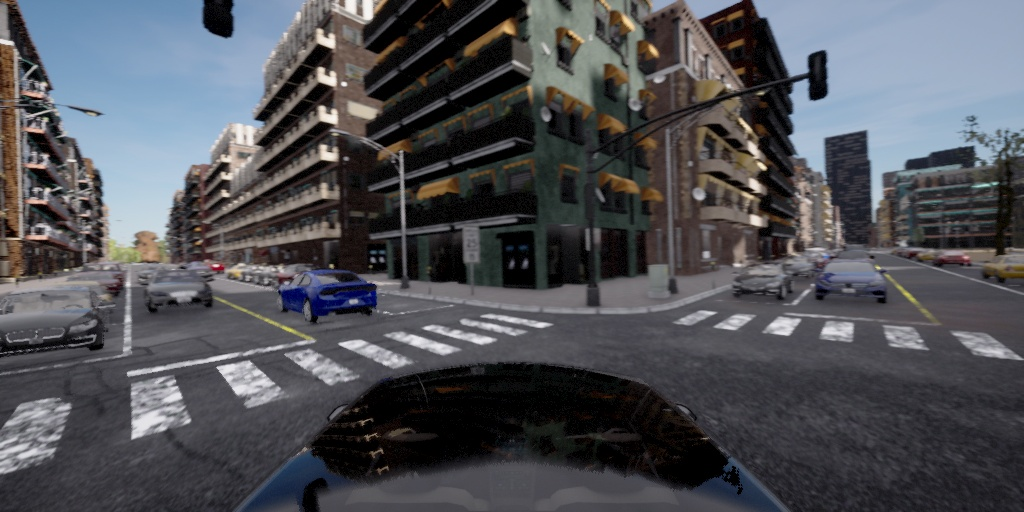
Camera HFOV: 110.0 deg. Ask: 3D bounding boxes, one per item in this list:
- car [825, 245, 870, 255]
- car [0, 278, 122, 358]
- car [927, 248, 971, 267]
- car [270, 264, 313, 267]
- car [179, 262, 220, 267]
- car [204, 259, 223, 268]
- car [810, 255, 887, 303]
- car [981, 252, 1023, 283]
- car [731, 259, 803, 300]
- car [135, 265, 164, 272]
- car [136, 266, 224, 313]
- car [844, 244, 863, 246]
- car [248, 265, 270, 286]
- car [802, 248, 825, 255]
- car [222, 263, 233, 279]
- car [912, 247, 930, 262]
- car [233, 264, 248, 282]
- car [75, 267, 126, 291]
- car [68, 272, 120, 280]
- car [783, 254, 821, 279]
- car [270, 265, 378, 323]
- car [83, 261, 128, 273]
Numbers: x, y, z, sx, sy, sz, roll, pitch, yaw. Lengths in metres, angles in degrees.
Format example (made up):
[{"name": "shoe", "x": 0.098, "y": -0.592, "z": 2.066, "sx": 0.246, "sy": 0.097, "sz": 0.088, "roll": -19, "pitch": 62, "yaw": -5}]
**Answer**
[{"name": "car", "x": 22.533, "y": 0.373, "z": 23.796, "sx": 2.097, "sy": 1.767, "sz": 4.553, "roll": -2, "pitch": 0, "yaw": 44}, {"name": "car", "x": -10.669, "y": 1.413, "z": 8.342, "sx": 4.403, "sy": 1.370, "sz": 2.007, "roll": 0, "pitch": 0, "yaw": 43}, {"name": "car", "x": 35.676, "y": 0.194, "z": 29.147, "sx": 1.802, "sy": 1.307, "sz": 4.207, "roll": 0, "pitch": 0, "yaw": 44}, {"name": "car", "x": -13.043, "y": 1.206, "z": 22.049, "sx": 4.097, "sy": 1.591, "sz": 1.967, "roll": 0, "pitch": 0, "yaw": 43}, {"name": "car", "x": -29.665, "y": 1.534, "z": 33.980, "sx": 5.357, "sy": 1.411, "sz": 2.033, "roll": -1, "pitch": 1, "yaw": 44}, {"name": "car", "x": -37.420, "y": 1.350, "z": 44.890, "sx": 5.009, "sy": 1.841, "sz": 2.192, "roll": 0, "pitch": 0, "yaw": 43}, {"name": "car", "x": 12.977, "y": 0.853, "z": 13.801, "sx": 1.812, "sy": 1.442, "sz": 4.674, "roll": -2, "pitch": 0, "yaw": 44}, {"name": "car", "x": 24.327, "y": 0.502, "z": 17.275, "sx": 1.751, "sy": 1.417, "sz": 4.829, "roll": 0, "pitch": 0, "yaw": 44}, {"name": "car", "x": 10.512, "y": 0.953, "z": 14.948, "sx": 2.007, "sy": 1.370, "sz": 4.403, "roll": 0, "pitch": 0, "yaw": 44}, {"name": "car", "x": -30.880, "y": 1.552, "z": 30.869, "sx": 4.892, "sy": 1.490, "sz": 1.837, "roll": -1, "pitch": 0, "yaw": 44}, {"name": "car", "x": -13.789, "y": 1.350, "z": 14.790, "sx": 4.902, "sy": 1.511, "sz": 2.128, "roll": -1, "pitch": 1, "yaw": 43}, {"name": "car", "x": 36.736, "y": -0.218, "z": 38.526, "sx": 2.150, "sy": 2.045, "sz": 5.566, "roll": -2, "pitch": 0, "yaw": 44}, {"name": "car", "x": -17.106, "y": 1.361, "z": 25.856, "sx": 4.403, "sy": 1.370, "sz": 2.007, "roll": 0, "pitch": 0, "yaw": 43}, {"name": "car", "x": 25.801, "y": 0.353, "z": 30.941, "sx": 1.967, "sy": 1.591, "sz": 4.097, "roll": 0, "pitch": 0, "yaw": 44}, {"name": "car", "x": -25.356, "y": 1.425, "z": 33.585, "sx": 4.829, "sy": 1.417, "sz": 1.751, "roll": 0, "pitch": 0, "yaw": 43}, {"name": "car", "x": 43.438, "y": -0.104, "z": 37.267, "sx": 1.751, "sy": 1.417, "sz": 4.829, "roll": 0, "pitch": 0, "yaw": 44}, {"name": "car", "x": -21.168, "y": 1.406, "z": 29.662, "sx": 4.403, "sy": 1.370, "sz": 2.007, "roll": 0, "pitch": 0, "yaw": 43}, {"name": "car", "x": -22.858, "y": 1.540, "z": 19.763, "sx": 4.507, "sy": 1.381, "sz": 1.888, "roll": 0, "pitch": 0, "yaw": 43}, {"name": "car", "x": -14.608, "y": 1.432, "z": 12.033, "sx": 4.829, "sy": 1.417, "sz": 1.751, "roll": 0, "pitch": 0, "yaw": 43}, {"name": "car", "x": 18.157, "y": 0.707, "z": 22.945, "sx": 2.007, "sy": 1.370, "sz": 4.403, "roll": 0, "pitch": 0, "yaw": 44}, {"name": "car", "x": -6.425, "y": 1.210, "z": 12.255, "sx": 5.008, "sy": 1.535, "sz": 1.882, "roll": -1, "pitch": 1, "yaw": 44}, {"name": "car", "x": -26.921, "y": 1.354, "z": 23.570, "sx": 5.009, "sy": 1.841, "sz": 2.192, "roll": 0, "pitch": 0, "yaw": 43}]
